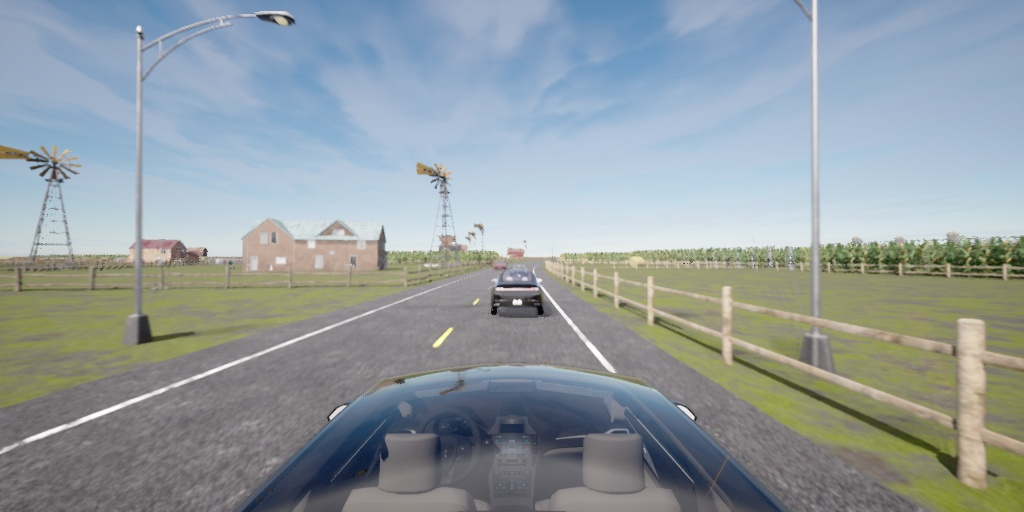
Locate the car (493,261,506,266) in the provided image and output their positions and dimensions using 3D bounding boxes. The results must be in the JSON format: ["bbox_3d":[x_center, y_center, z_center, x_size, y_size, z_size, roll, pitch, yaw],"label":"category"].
[{"bbox_3d":[-1.876,1.516,55.441,1.882,1.535,5.008,0,0,3],"label":"car"}]

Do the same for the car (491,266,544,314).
[{"bbox_3d":[0.203,1.315,14.121,2.128,1.511,4.902,0,0,1],"label":"car"}]
